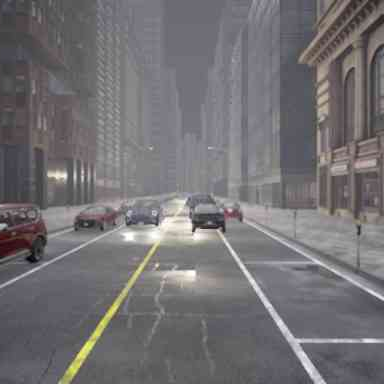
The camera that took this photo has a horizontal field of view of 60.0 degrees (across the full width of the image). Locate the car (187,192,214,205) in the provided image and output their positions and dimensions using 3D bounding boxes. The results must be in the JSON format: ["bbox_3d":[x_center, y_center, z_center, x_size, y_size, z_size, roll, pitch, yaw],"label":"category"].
[{"bbox_3d":[0.829,1.159,29.634,2.150,2.045,5.566,0,0,-1],"label":"car"}]

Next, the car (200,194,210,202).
[{"bbox_3d":[2.785,1.292,70.749,1.967,1.590,4.097,0,0,0],"label":"car"}]

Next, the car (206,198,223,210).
[{"bbox_3d":[2.777,1.454,42.738,1.887,1.381,4.507,0,0,0],"label":"car"}]

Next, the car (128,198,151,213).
[{"bbox_3d":[-5.749,1.446,36.960,1.752,1.417,4.829,0,0,0],"label":"car"}]

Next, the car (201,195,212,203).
[{"bbox_3d":[2.783,1.408,65.147,1.887,1.381,4.507,0,0,0],"label":"car"}]

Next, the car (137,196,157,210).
[{"bbox_3d":[-5.748,1.349,42.732,1.967,1.590,4.097,0,0,0],"label":"car"}]

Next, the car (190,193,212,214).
[{"bbox_3d":[0.910,1.149,35.643,2.150,2.045,5.566,0,0,0],"label":"car"}]

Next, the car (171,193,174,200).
[{"bbox_3d":[-5.738,1.281,76.343,1.967,1.590,4.097,0,0,0],"label":"car"}]

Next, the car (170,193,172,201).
[{"bbox_3d":[-5.740,1.434,70.741,1.802,1.307,4.206,0,0,0],"label":"car"}]

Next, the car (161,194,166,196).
[{"bbox_3d":[-5.745,1.431,53.936,1.887,1.381,4.507,0,0,0],"label":"car"}]

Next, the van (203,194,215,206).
[{"bbox_3d":[2.781,1.227,53.942,1.690,1.788,3.998,0,0,0],"label":"van"}]

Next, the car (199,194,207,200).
[{"bbox_3d":[2.790,1.363,87.555,1.887,1.381,4.507,0,0,0],"label":"car"}]

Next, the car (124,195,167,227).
[{"bbox_3d":[-3.092,1.303,22.414,2.097,1.767,4.553,0,0,0],"label":"car"}]

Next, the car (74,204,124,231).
[{"bbox_3d":[-5.754,1.500,20.325,1.887,1.381,4.507,0,0,0],"label":"car"}]

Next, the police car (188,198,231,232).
[{"bbox_3d":[0.905,1.382,19.722,1.930,1.638,5.238,0,0,0],"label":"police car"}]

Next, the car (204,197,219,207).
[{"bbox_3d":[2.779,1.442,48.340,1.887,1.381,4.507,0,0,0],"label":"car"}]

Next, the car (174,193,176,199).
[{"bbox_3d":[-5.737,1.395,81.945,1.947,1.339,4.313,0,0,0],"label":"car"}]

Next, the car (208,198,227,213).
[{"bbox_3d":[2.776,1.445,37.306,1.752,1.417,4.829,0,0,0],"label":"car"}]

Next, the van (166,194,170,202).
[{"bbox_3d":[-5.741,1.204,65.139,1.690,1.788,3.998,0,0,0],"label":"van"}]

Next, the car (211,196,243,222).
[{"bbox_3d":[2.773,1.384,25.931,1.967,1.590,4.097,0,0,0],"label":"car"}]

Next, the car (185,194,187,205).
[{"bbox_3d":[0.015,1.450,53.970,1.994,1.385,4.181,0,0,0],"label":"car"}]

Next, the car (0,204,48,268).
[{"bbox_3d":[-5.756,1.295,9.121,2.192,1.841,5.009,0,0,0],"label":"car"}]

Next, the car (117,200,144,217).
[{"bbox_3d":[-5.751,1.514,31.528,1.802,1.307,4.206,0,0,0],"label":"car"}]
